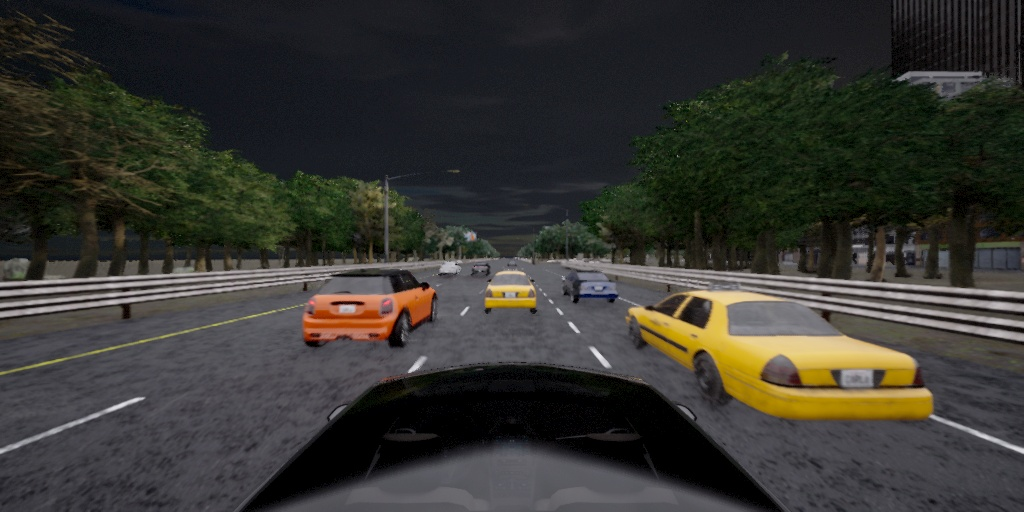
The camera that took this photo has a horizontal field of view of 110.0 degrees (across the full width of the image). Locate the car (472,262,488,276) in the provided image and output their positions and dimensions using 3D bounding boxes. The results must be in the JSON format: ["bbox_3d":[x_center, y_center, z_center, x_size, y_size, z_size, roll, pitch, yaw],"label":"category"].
[{"bbox_3d":[-3.386,1.380,40.121,2.128,1.511,4.902,0,0,0],"label":"car"}]

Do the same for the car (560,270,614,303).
[{"bbox_3d":[3.506,1.352,17.011,2.033,1.411,5.357,0,0,0],"label":"car"}]

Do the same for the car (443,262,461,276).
[{"bbox_3d":[-6.883,1.414,40.126,1.812,1.442,4.674,0,0,0],"label":"car"}]

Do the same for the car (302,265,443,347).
[{"bbox_3d":[-3.398,1.130,9.528,2.097,1.767,4.553,0,0,0],"label":"car"}]

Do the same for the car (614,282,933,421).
[{"bbox_3d":[3.502,1.222,6.202,1.801,1.575,5.366,0,0,0],"label":"car"}]

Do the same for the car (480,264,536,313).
[{"bbox_3d":[-0.037,1.251,14.197,1.801,1.575,5.366,0,0,0],"label":"car"}]
